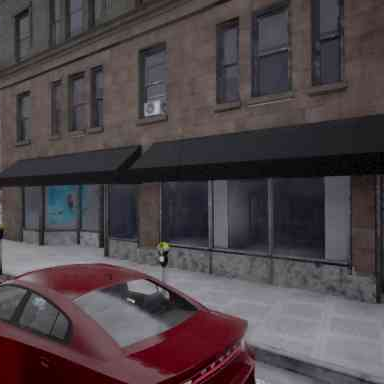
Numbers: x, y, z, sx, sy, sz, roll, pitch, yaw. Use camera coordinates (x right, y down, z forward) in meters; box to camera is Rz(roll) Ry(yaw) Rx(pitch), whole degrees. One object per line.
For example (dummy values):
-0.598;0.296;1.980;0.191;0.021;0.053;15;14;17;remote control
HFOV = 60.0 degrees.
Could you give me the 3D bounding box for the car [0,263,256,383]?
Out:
-1.497;1.545;3.933;4.507;1.381;1.887;0;0;36;car
